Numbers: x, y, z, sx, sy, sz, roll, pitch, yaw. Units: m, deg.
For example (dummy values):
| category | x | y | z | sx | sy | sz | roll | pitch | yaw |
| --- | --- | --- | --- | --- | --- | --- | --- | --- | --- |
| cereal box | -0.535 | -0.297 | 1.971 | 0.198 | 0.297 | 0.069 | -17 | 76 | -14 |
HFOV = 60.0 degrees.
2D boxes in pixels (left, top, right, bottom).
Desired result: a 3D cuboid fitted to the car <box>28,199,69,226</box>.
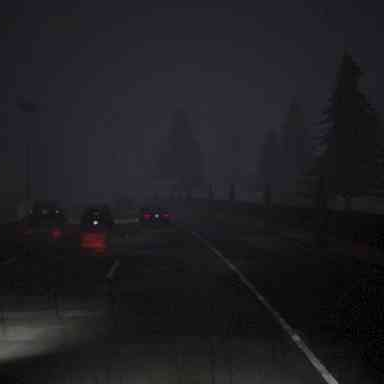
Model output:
| category | x | y | z | sx | sy | sz | roll | pitch | yaw |
| --- | --- | --- | --- | --- | --- | --- | --- | --- | --- |
| car | -10.198 | 1.362 | 23.910 | 2.097 | 1.767 | 4.553 | 0 | 0 | -14 |

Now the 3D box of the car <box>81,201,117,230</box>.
| category | x | y | z | sx | sy | sz | roll | pitch | yaw |
| --- | --- | --- | --- | --- | --- | --- | --- | --- | --- |
| car | -5.998 | 1.506 | 21.401 | 1.837 | 1.490 | 4.892 | 0 | 0 | -12 |

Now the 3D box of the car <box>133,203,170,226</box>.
| category | x | y | z | sx | sy | sz | roll | pitch | yaw |
| --- | --- | --- | --- | --- | --- | --- | --- | --- | --- |
| car | -2.753 | 1.539 | 23.194 | 2.033 | 1.411 | 5.357 | 0 | 0 | -13 |

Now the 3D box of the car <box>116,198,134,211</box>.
| category | x | y | z | sx | sy | sz | roll | pitch | yaw |
| --- | --- | --- | --- | --- | --- | --- | --- | --- | --- |
| car | -8.392 | 1.472 | 40.663 | 1.882 | 1.535 | 5.008 | 0 | 0 | -22 |
